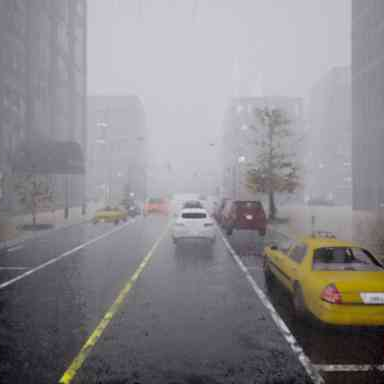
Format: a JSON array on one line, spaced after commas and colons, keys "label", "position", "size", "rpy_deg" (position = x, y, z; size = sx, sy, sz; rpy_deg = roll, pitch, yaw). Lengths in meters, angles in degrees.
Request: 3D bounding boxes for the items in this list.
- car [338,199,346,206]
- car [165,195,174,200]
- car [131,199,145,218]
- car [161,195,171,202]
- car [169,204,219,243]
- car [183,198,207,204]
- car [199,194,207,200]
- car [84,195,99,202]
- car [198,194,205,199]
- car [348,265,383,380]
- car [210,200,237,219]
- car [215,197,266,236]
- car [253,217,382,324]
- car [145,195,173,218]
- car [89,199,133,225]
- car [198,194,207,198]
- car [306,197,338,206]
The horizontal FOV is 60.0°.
[{"label": "car", "position": [26.252, 1.852, 62.312], "size": [4.829, 1.417, 1.752], "rpy_deg": [1, -1, 0]}, {"label": "car", "position": [-5.690, 1.353, 83.804], "size": [1.887, 1.381, 4.507], "rpy_deg": [1, 0, 0]}, {"label": "car", "position": [-5.684, 1.371, 29.231], "size": [1.967, 1.590, 4.097], "rpy_deg": [1, 0, 0]}, {"label": "car", "position": [-5.688, 1.358, 72.587], "size": [1.752, 1.417, 4.829], "rpy_deg": [1, 0, 0]}, {"label": "car", "position": [0.091, 1.488, 15.644], "size": [1.812, 1.442, 4.674], "rpy_deg": [0, 0, 0]}, {"label": "car", "position": [0.089, 1.492, 30.456], "size": [1.994, 1.385, 4.181], "rpy_deg": [0, 0, 0]}, {"label": "car", "position": [2.692, 1.248, 83.790], "size": [1.967, 1.590, 4.097], "rpy_deg": [1, 0, 0]}, {"label": "car", "position": [-17.256, 1.134, 53.631], "size": [4.507, 1.381, 1.887], "rpy_deg": [1, -1, 0]}, {"label": "car", "position": [2.690, 1.366, 94.837], "size": [1.802, 1.307, 4.206], "rpy_deg": [1, 0, 0]}, {"label": "car", "position": [2.697, 1.541, 1.433], "size": [1.887, 1.381, 4.507], "rpy_deg": [1, 0, 0]}, {"label": "car", "position": [2.695, 1.475, 29.231], "size": [1.887, 1.381, 4.507], "rpy_deg": [1, 0, 0]}, {"label": "car", "position": [2.698, 1.272, 18.110], "size": [2.192, 1.841, 5.009], "rpy_deg": [1, 0, 0]}, {"label": "car", "position": [2.698, 1.508, 7.162], "size": [1.752, 1.417, 4.829], "rpy_deg": [1, 0, 0]}, {"label": "car", "position": [-3.096, 1.282, 29.649], "size": [2.097, 1.767, 4.553], "rpy_deg": [0, 0, 0]}, {"label": "car", "position": [-5.684, 1.470, 23.501], "size": [1.752, 1.417, 4.829], "rpy_deg": [1, 0, 0]}, {"label": "car", "position": [2.692, 1.364, 78.267], "size": [1.887, 1.381, 4.507], "rpy_deg": [1, 0, 0]}, {"label": "car", "position": [20.843, 1.622, 53.959], "size": [4.097, 1.590, 1.967], "rpy_deg": [1, -1, 0]}]
